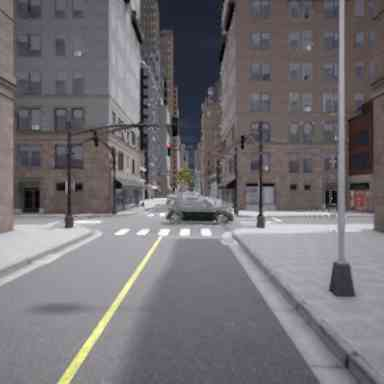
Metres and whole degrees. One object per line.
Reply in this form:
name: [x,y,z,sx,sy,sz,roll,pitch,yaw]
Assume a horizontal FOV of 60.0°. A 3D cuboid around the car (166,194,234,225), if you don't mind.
car: [0.536,1.238,22.714,4.553,1.767,2.097,0,0,0]
